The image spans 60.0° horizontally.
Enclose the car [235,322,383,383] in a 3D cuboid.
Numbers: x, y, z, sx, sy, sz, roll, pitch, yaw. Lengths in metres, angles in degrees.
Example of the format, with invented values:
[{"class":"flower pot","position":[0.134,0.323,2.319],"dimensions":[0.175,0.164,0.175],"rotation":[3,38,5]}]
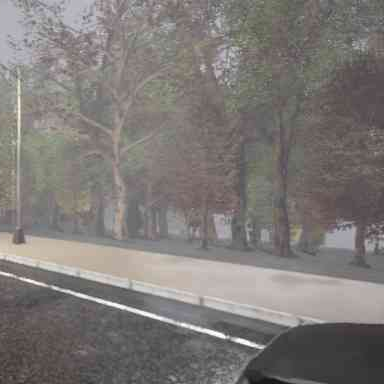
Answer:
[{"class":"car","position":[2.277,1.562,2.061],"dimensions":[4.181,1.385,1.994],"rotation":[0,0,35]}]
